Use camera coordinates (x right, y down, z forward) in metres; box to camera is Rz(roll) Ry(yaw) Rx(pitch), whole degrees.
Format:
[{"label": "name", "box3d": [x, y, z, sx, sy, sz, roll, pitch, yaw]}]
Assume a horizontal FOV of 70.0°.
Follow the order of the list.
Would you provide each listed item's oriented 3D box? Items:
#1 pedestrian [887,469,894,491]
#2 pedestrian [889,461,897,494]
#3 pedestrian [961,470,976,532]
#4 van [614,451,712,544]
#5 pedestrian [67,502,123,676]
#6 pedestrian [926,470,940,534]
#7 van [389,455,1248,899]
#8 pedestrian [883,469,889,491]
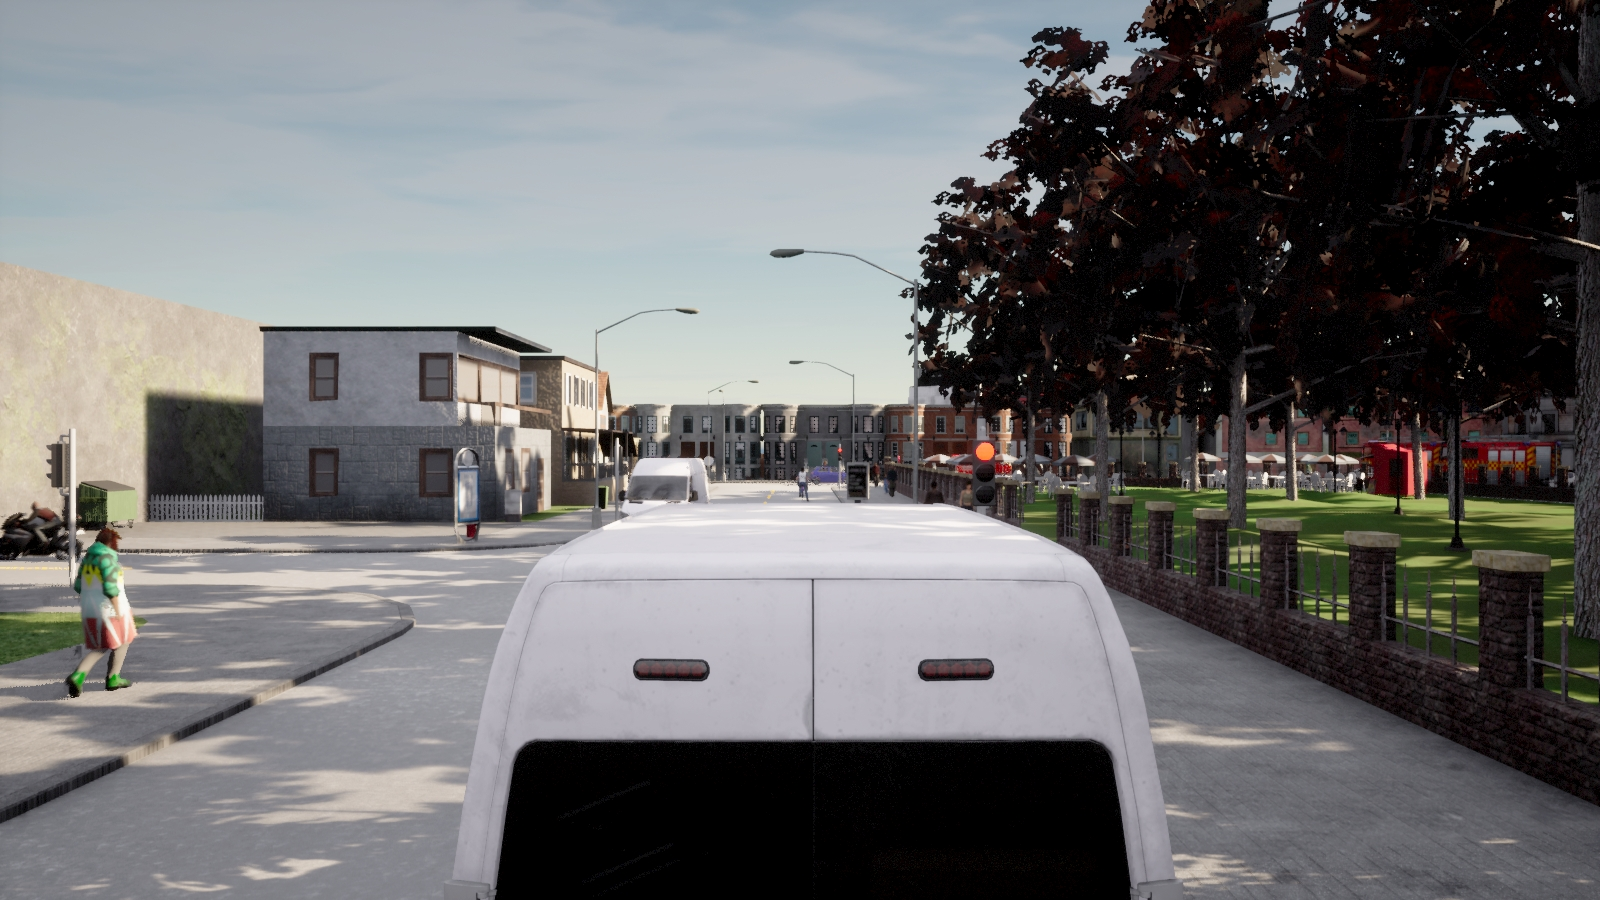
[{"label": "pedestrian", "box3d": [5.400, 1.804, 67.919, 0.375, 1.300, 0.375, 0, 0, 0]}, {"label": "pedestrian", "box3d": [5.170, 1.525, 63.776, 0.375, 1.860, 0.375, 0, 0, -8]}, {"label": "pedestrian", "box3d": [5.055, 1.525, 34.205, 0.375, 1.860, 0.375, 0, 0, -3]}, {"label": "van", "box3d": [-4.031, 1.314, 34.706, 1.988, 2.561, 5.915, 0, 0, 3]}, {"label": "pedestrian", "box3d": [-7.786, 1.516, 12.619, 0.375, 1.860, 0.375, 0, 0, 23]}, {"label": "pedestrian", "box3d": [3.913, 1.525, 33.662, 0.375, 1.860, 0.375, 0, 0, 3]}, {"label": "van", "box3d": [0.036, 1.314, 5.605, 1.988, 2.561, 5.915, 0, 0, 0]}, {"label": "pedestrian", "box3d": [5.216, 1.805, 69.418, 0.375, 1.300, 0.375, 0, 0, 3]}]
